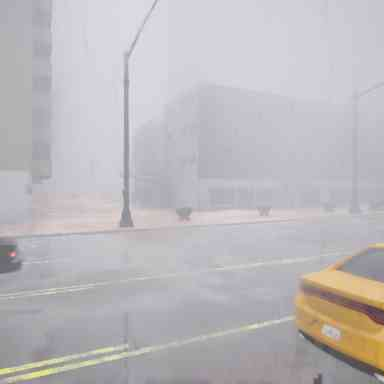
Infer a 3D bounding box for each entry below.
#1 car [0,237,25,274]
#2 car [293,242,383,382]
[{"bbox_3d":[-6.872,1.544,7.713,5.357,1.411,2.033,0,0,-26],"label":"car"},{"bbox_3d":[3.839,1.458,4.984,5.008,1.535,1.882,-1,0,-26],"label":"car"}]
